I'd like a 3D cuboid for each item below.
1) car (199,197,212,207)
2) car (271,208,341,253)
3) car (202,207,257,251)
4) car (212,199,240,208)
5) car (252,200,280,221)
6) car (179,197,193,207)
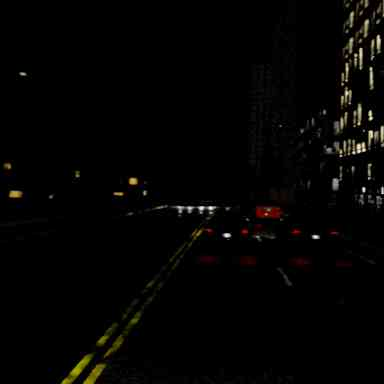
[{"bbox_3d":[2.337,1.586,52.999,1.812,1.442,4.674,1,0,7],"label":"car"},{"bbox_3d":[4.788,1.636,14.239,1.994,1.385,4.181,1,0,6],"label":"car"},{"bbox_3d":[1.525,1.583,14.291,1.994,1.385,4.181,1,0,7],"label":"car"},{"bbox_3d":[3.113,1.399,28.861,2.097,1.767,4.553,1,0,7],"label":"car"},{"bbox_3d":[6.346,1.451,28.526,2.097,1.767,4.553,1,0,7],"label":"car"},{"bbox_3d":[-0.876,1.516,53.486,1.837,1.490,4.892,1,0,7],"label":"car"}]
